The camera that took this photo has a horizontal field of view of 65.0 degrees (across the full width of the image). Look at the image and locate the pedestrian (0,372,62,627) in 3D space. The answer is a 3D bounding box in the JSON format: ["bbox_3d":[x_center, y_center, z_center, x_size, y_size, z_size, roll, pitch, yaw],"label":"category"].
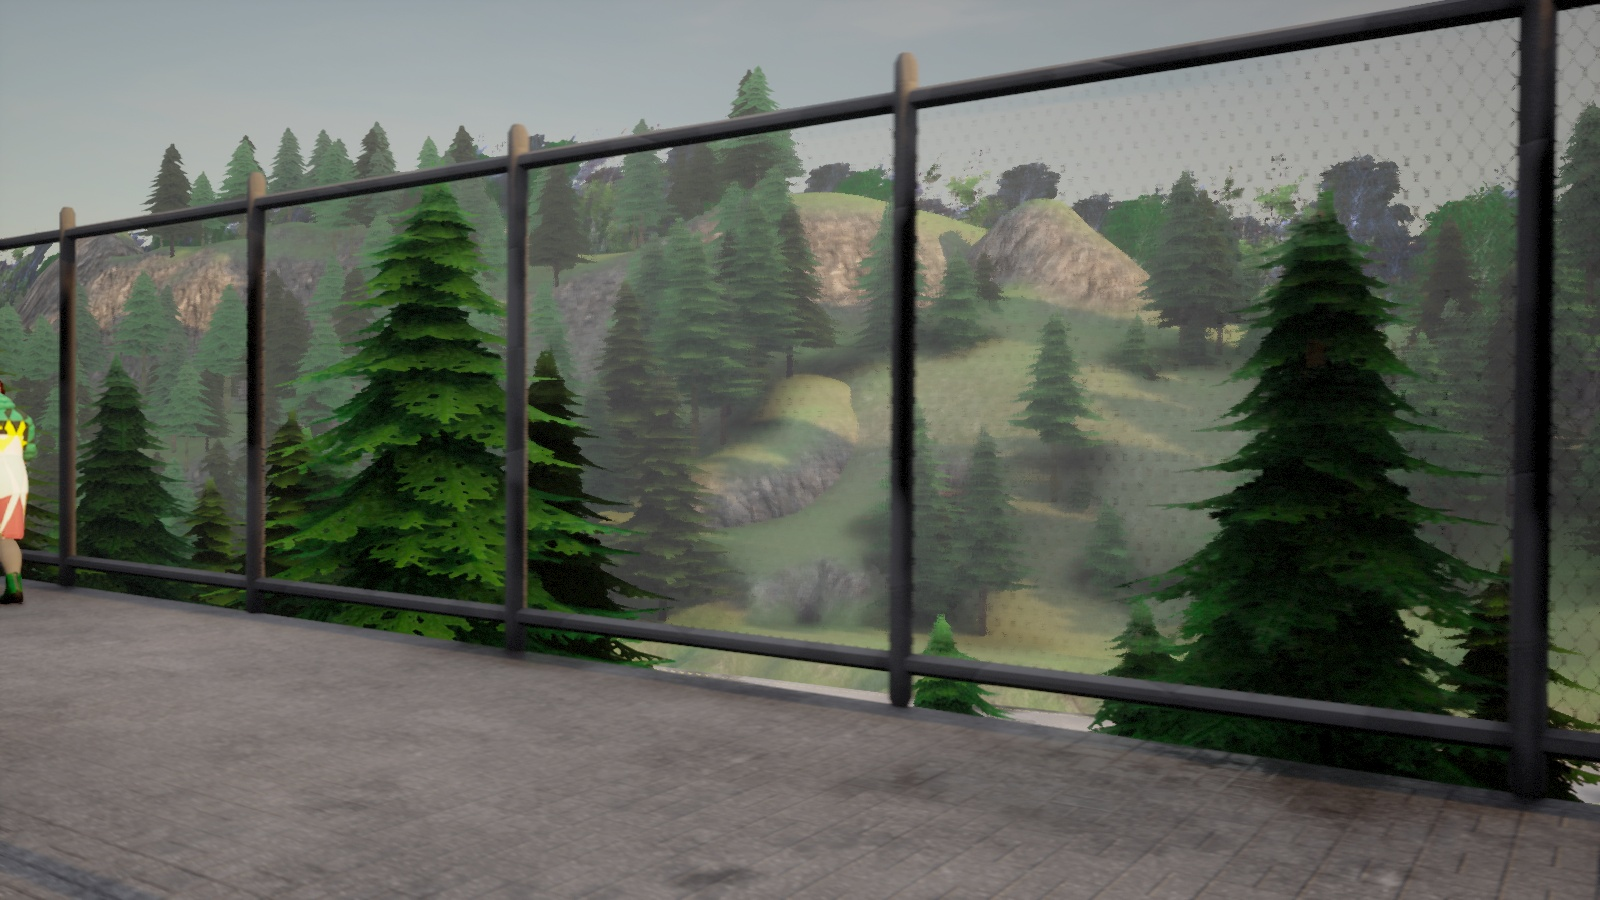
[{"bbox_3d":[-6.426,0.380,9.947,0.873,1.952,0.659,0,1,34],"label":"pedestrian"}]
